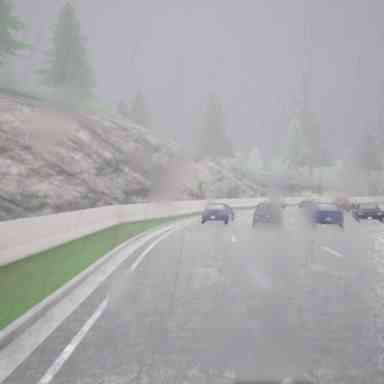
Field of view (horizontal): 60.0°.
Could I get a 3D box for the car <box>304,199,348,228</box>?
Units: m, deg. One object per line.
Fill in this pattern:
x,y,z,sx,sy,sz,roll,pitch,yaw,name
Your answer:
8.935,1.477,22.554,1.882,1.535,5.008,0,0,15,car

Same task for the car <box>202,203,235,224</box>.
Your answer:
1.992,1.525,24.520,1.812,1.442,4.674,0,0,15,car

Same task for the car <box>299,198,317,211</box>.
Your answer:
14.612,1.490,40.333,2.128,1.511,4.902,0,0,40,car

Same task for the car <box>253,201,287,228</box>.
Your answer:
5.167,1.547,22.446,2.033,1.411,5.357,0,0,15,car

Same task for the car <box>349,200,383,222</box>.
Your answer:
13.819,1.600,26.281,1.895,1.301,4.718,0,0,22,car

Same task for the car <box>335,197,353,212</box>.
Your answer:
17.843,1.351,38.709,2.097,1.767,4.553,0,0,40,car
